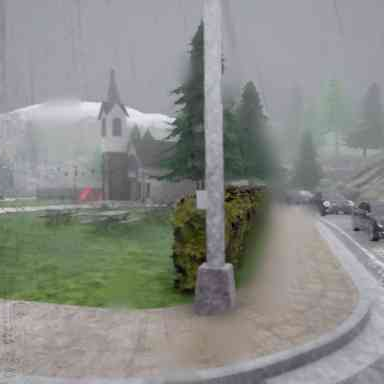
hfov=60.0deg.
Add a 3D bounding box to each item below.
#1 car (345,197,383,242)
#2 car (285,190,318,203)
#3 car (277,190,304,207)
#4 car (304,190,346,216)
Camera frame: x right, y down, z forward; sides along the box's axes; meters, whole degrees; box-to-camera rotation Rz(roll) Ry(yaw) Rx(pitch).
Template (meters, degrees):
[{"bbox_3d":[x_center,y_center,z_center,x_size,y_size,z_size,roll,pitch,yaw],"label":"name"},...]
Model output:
[{"bbox_3d":[8.051,1.103,13.919,1.837,1.490,4.892,-1,1,14],"label":"car"},{"bbox_3d":[13.142,0.524,40.215,1.812,1.442,4.674,-1,1,-9],"label":"car"},{"bbox_3d":[10.202,0.669,34.053,1.837,1.490,4.892,-1,1,-5],"label":"car"},{"bbox_3d":[9.909,0.723,23.904,2.097,1.767,4.553,-1,1,5],"label":"car"}]
